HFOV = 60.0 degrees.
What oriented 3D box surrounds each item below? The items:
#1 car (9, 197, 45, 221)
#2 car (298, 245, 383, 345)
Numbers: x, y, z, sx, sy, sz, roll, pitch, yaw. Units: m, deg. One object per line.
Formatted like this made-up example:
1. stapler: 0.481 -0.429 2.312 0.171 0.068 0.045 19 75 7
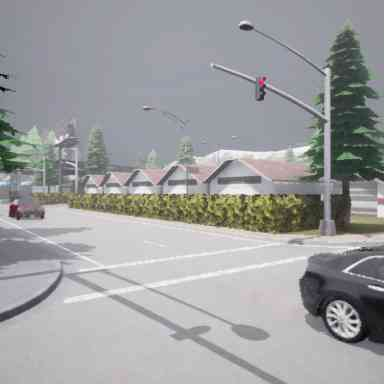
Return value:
1. car: -13.860 1.309 27.898 2.097 1.767 4.553 0 0 -37
2. car: 3.796 1.580 4.391 1.837 1.490 4.892 0 1 -37
